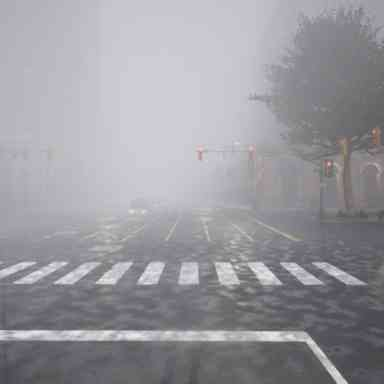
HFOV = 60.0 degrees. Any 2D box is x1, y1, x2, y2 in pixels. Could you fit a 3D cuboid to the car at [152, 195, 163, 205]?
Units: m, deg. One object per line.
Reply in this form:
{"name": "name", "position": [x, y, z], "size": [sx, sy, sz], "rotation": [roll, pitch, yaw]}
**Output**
{"name": "car", "position": [-6.786, 1.341, 57.355], "size": [2.097, 1.767, 4.553], "rotation": [0, 0, 1]}

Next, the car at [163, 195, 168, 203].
{"name": "car", "position": [-6.572, 1.582, 69.082], "size": [1.895, 1.301, 4.718], "rotation": [0, 0, 1]}

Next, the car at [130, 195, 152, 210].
{"name": "car", "position": [-6.876, 1.469, 43.696], "size": [1.882, 1.535, 5.008], "rotation": [0, 0, 0]}

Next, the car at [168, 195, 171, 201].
{"name": "car", "position": [-6.343, 1.460, 83.861], "size": [1.882, 1.535, 5.008], "rotation": [0, 0, 1]}
